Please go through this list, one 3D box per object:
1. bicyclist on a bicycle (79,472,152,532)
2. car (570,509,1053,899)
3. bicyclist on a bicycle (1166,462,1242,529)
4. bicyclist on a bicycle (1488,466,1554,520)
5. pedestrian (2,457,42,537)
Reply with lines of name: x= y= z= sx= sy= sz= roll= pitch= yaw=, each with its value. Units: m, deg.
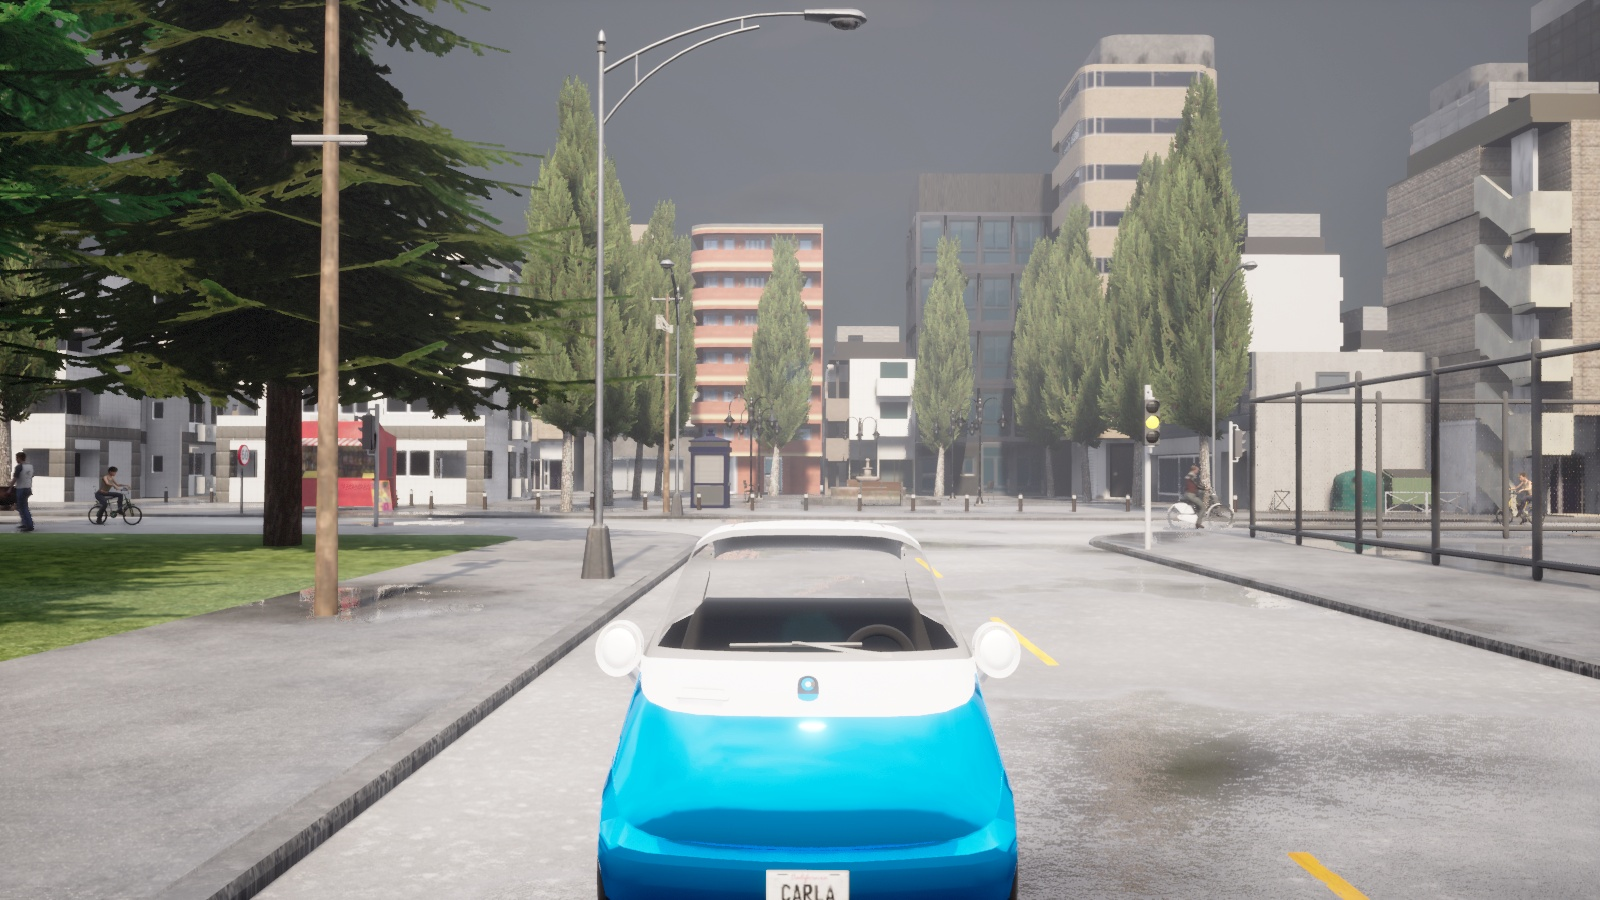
bicyclist on a bicycle: x=-18.738 y=1.402 z=34.391 sx=1.509 sy=1.612 sz=0.866 roll=0 pitch=-1 yaw=1
car: x=0.037 y=0.953 z=4.965 sx=1.481 sy=1.376 sz=2.207 roll=0 pitch=-1 yaw=0
bicyclist on a bicycle: x=10.932 y=1.211 z=34.006 sx=1.843 sy=1.776 sz=0.659 roll=0 pitch=0 yaw=-7
bicyclist on a bicycle: x=21.948 y=1.304 z=38.248 sx=1.509 sy=1.612 sz=0.866 roll=0 pitch=-1 yaw=0
pedestrian: x=-17.967 y=1.082 z=28.996 sx=0.706 sy=1.836 sz=0.354 roll=0 pitch=-1 yaw=4
